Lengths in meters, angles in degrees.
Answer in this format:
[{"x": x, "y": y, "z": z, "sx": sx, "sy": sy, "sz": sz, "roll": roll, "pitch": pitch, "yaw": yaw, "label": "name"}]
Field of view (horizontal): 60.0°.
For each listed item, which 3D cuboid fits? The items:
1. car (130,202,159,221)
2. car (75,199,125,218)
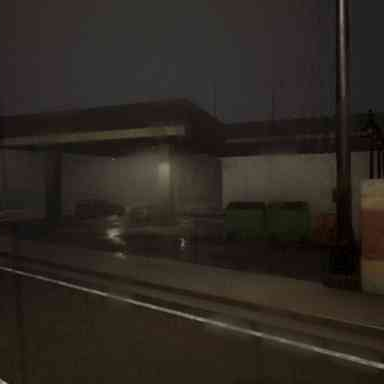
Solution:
[{"x": -3.248, "y": 1.589, "z": 27.616, "sx": 1.970, "sy": 1.475, "sz": 3.806, "roll": -1, "pitch": 0, "yaw": 37, "label": "car"}, {"x": -8.323, "y": 1.469, "z": 30.417, "sx": 2.242, "sy": 1.667, "sz": 4.611, "roll": -1, "pitch": 0, "yaw": 37, "label": "car"}]
